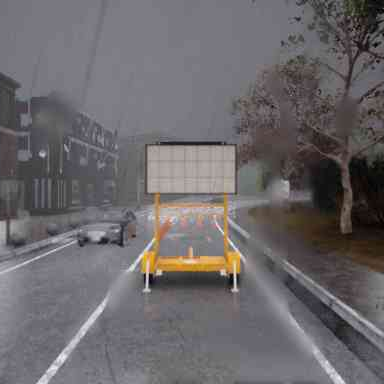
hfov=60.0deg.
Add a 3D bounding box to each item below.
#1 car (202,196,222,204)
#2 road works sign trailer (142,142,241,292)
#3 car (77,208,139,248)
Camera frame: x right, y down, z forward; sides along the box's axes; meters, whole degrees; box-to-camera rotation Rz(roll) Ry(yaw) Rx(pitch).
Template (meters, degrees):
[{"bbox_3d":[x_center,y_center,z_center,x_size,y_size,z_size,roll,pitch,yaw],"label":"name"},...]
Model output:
[{"bbox_3d":[3.571,1.395,59.406,2.128,1.511,4.902,-1,0,35],"label":"car"},{"bbox_3d":[-0.019,0.466,8.909,2.380,3.560,2.880,0,0,0],"label":"road works sign trailer"},{"bbox_3d":[-3.600,1.494,14.938,2.128,1.511,4.902,0,0,0],"label":"car"}]
